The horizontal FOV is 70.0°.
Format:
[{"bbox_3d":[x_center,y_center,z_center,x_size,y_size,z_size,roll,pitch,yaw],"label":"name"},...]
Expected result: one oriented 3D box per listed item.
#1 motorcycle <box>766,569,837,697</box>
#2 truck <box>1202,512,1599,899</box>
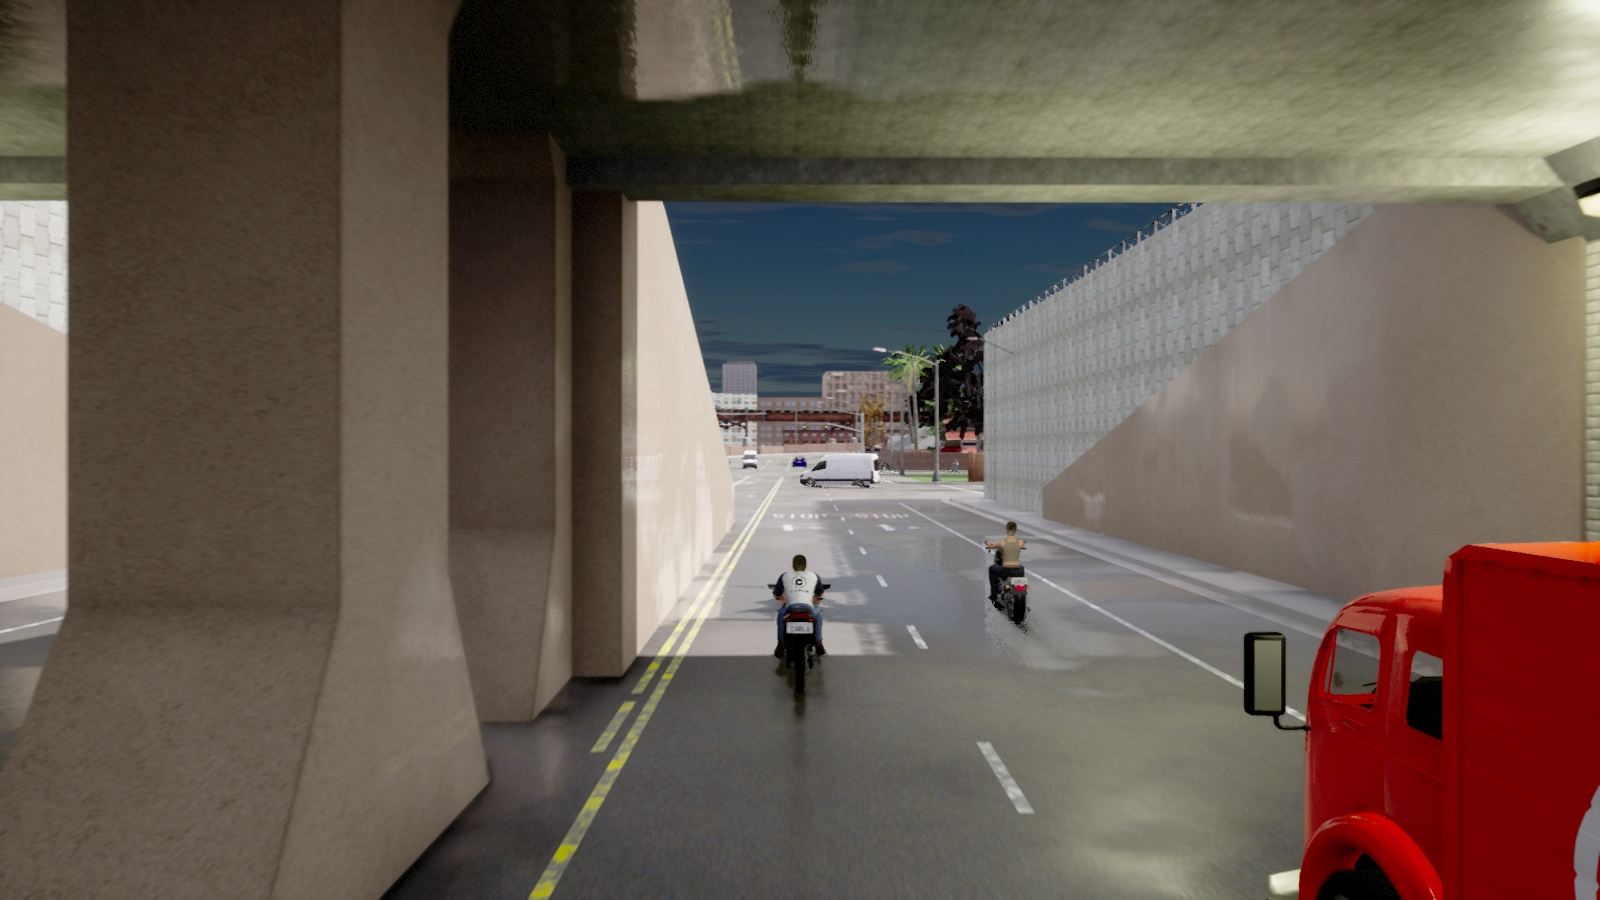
[{"bbox_3d":[0.013,2.174,13.918,0.803,1.224,2.033,0,0,0],"label":"motorcycle"},{"bbox_3d":[3.498,1.568,3.599,2.627,2.467,5.204,0,0,0],"label":"truck"}]
